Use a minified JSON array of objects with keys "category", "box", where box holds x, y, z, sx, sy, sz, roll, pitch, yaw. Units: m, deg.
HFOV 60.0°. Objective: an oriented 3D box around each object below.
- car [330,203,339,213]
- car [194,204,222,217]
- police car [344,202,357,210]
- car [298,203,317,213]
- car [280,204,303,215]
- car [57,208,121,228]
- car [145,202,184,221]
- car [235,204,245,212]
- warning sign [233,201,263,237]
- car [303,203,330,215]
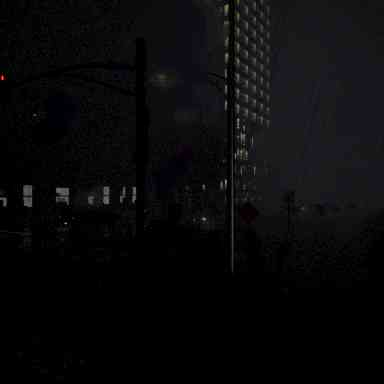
[{"category":"car","box":[22.516,2.529,53.841,1.882,1.535,5.008,0,-1,33]},{"category":"car","box":[2.079,2.169,40.425,1.812,1.442,4.674,0,-1,33]},{"category":"police car","box":[31.476,2.738,65.848,1.930,1.638,5.238,0,-1,33]},{"category":"car","box":[19.118,2.533,54.738,1.837,1.490,4.892,0,-1,33]},{"category":"car","box":[13.933,2.459,46.577,1.895,1.301,4.718,0,-1,33]},{"category":"car","box":[-7.694,1.921,25.234,1.895,1.301,4.718,0,-1,33]},{"category":"car","box":[-2.779,1.835,32.877,2.097,1.767,4.553,0,-1,33]},{"category":"car","box":[7.508,2.386,48.802,1.994,1.385,4.181,0,-1,34]},{"category":"warning sign","box":[3.123,1.454,18.543,1.300,1.860,1.060,1,1,33]},{"category":"car","box":[16.987,2.376,45.226,1.837,1.490,4.892,0,-1,33]}]
